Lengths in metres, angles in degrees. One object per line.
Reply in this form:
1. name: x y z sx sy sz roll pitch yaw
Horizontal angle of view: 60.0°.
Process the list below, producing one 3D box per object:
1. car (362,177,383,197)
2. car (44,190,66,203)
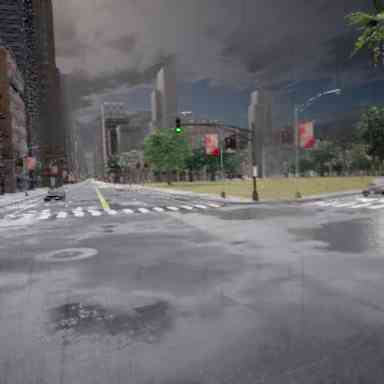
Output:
1. car: 15.194 -0.417 26.201 4.674 1.442 1.812 -5 4 -38
2. car: -14.963 0.437 36.329 1.895 1.301 4.718 -3 3 -17
